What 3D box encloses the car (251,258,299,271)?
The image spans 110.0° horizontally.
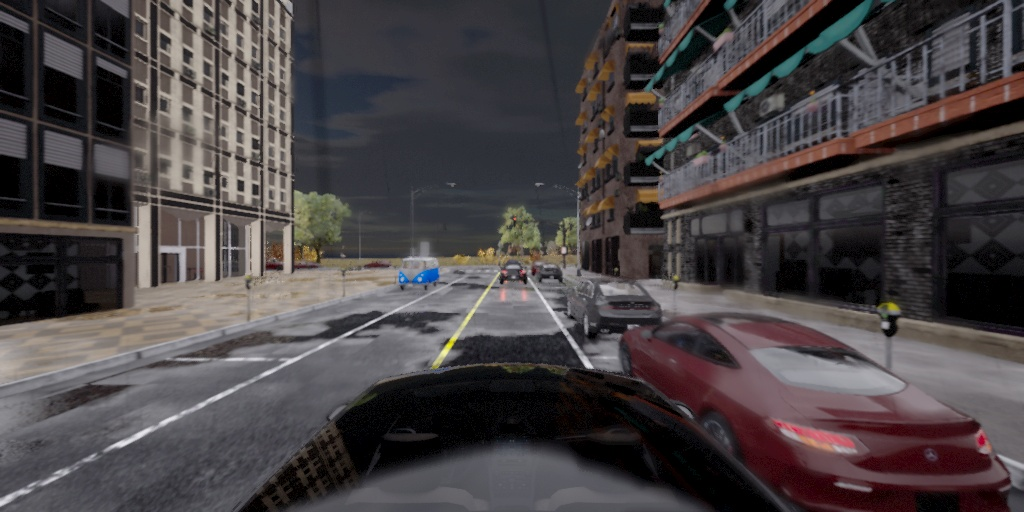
[{"bbox_3d":[-31.416,1.171,46.893,5.009,1.841,2.192,0,0,0],"label":"car"}]

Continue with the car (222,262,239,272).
[{"bbox_3d":[-36.963,1.489,46.892,4.313,1.339,1.948,0,0,0],"label":"car"}]

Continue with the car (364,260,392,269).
[{"bbox_3d":[-20.561,1.289,55.090,4.207,1.307,1.802,0,0,0],"label":"car"}]

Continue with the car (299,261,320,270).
[{"bbox_3d":[-31.644,1.423,54.960,4.207,1.307,1.802,0,0,0],"label":"car"}]

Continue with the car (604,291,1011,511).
[{"bbox_3d":[2.566,1.319,4.235,1.802,1.307,4.207,0,0,0],"label":"car"}]

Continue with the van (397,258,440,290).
[{"bbox_3d":[-5.339,0.989,20.869,1.690,1.789,3.998,0,0,0],"label":"van"}]

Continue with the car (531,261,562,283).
[{"bbox_3d":[2.672,1.170,26.340,2.007,1.370,4.403,0,0,0],"label":"car"}]

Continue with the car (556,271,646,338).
[{"bbox_3d":[2.568,1.258,9.762,2.007,1.370,4.403,0,0,0],"label":"car"}]

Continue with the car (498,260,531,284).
[{"bbox_3d":[0.108,1.152,25.029,1.812,1.442,4.674,0,0,0],"label":"car"}]
